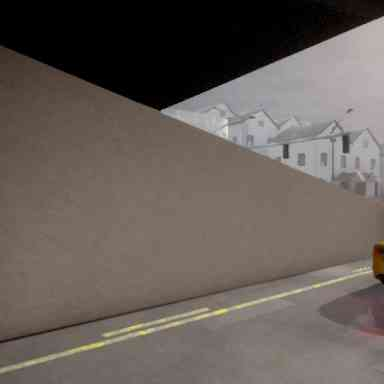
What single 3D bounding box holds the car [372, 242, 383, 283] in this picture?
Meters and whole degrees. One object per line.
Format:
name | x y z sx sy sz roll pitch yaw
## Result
car | 6.522 1.509 8.400 5.008 1.535 1.882 0 0 -35
